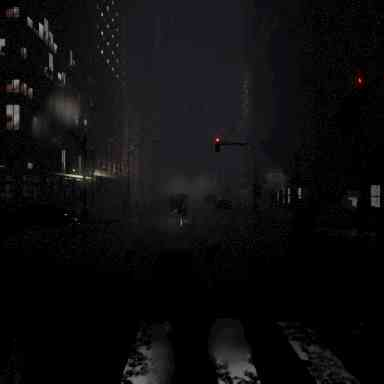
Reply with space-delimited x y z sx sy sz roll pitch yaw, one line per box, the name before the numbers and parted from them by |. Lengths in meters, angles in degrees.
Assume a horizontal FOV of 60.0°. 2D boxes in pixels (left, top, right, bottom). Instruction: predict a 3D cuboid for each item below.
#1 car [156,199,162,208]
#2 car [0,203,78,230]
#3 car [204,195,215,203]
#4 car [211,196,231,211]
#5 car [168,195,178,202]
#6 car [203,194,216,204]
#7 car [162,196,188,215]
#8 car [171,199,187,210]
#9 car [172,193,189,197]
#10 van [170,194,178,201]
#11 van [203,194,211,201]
car | -4.107 1.592 47.277 1.802 1.307 4.206 0 0 0
car | -9.117 1.377 19.462 4.674 1.442 1.812 1 0 -3
car | 3.641 1.432 69.434 1.967 1.590 4.097 0 0 0
car | 3.855 1.579 41.797 1.947 1.339 4.313 0 0 0
car | -4.272 1.426 74.915 1.967 1.590 4.097 0 0 0
car | 3.674 1.312 63.906 2.192 1.841 5.009 0 0 0
car | -1.569 1.508 33.724 2.128 1.511 4.902 0 0 -1
car | -1.615 1.613 43.644 1.895 1.301 4.718 0 0 0
car | -1.674 1.225 54.816 2.150 2.045 5.566 0 0 0
van | -4.305 1.321 80.442 1.690 1.788 3.998 0 0 0
van | 3.575 1.321 80.489 1.690 1.788 3.998 0 0 0
